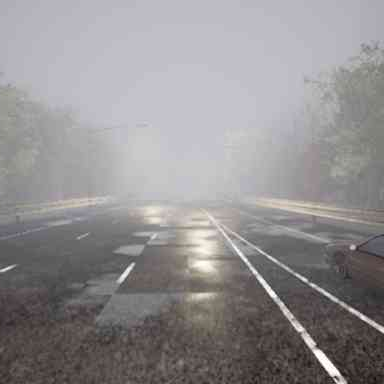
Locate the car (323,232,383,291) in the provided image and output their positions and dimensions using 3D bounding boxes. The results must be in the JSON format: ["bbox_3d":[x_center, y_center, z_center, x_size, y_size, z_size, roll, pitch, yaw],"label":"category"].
[{"bbox_3d":[4.719,1.498,6.736,2.033,1.411,5.357,0,0,-5],"label":"car"}]
